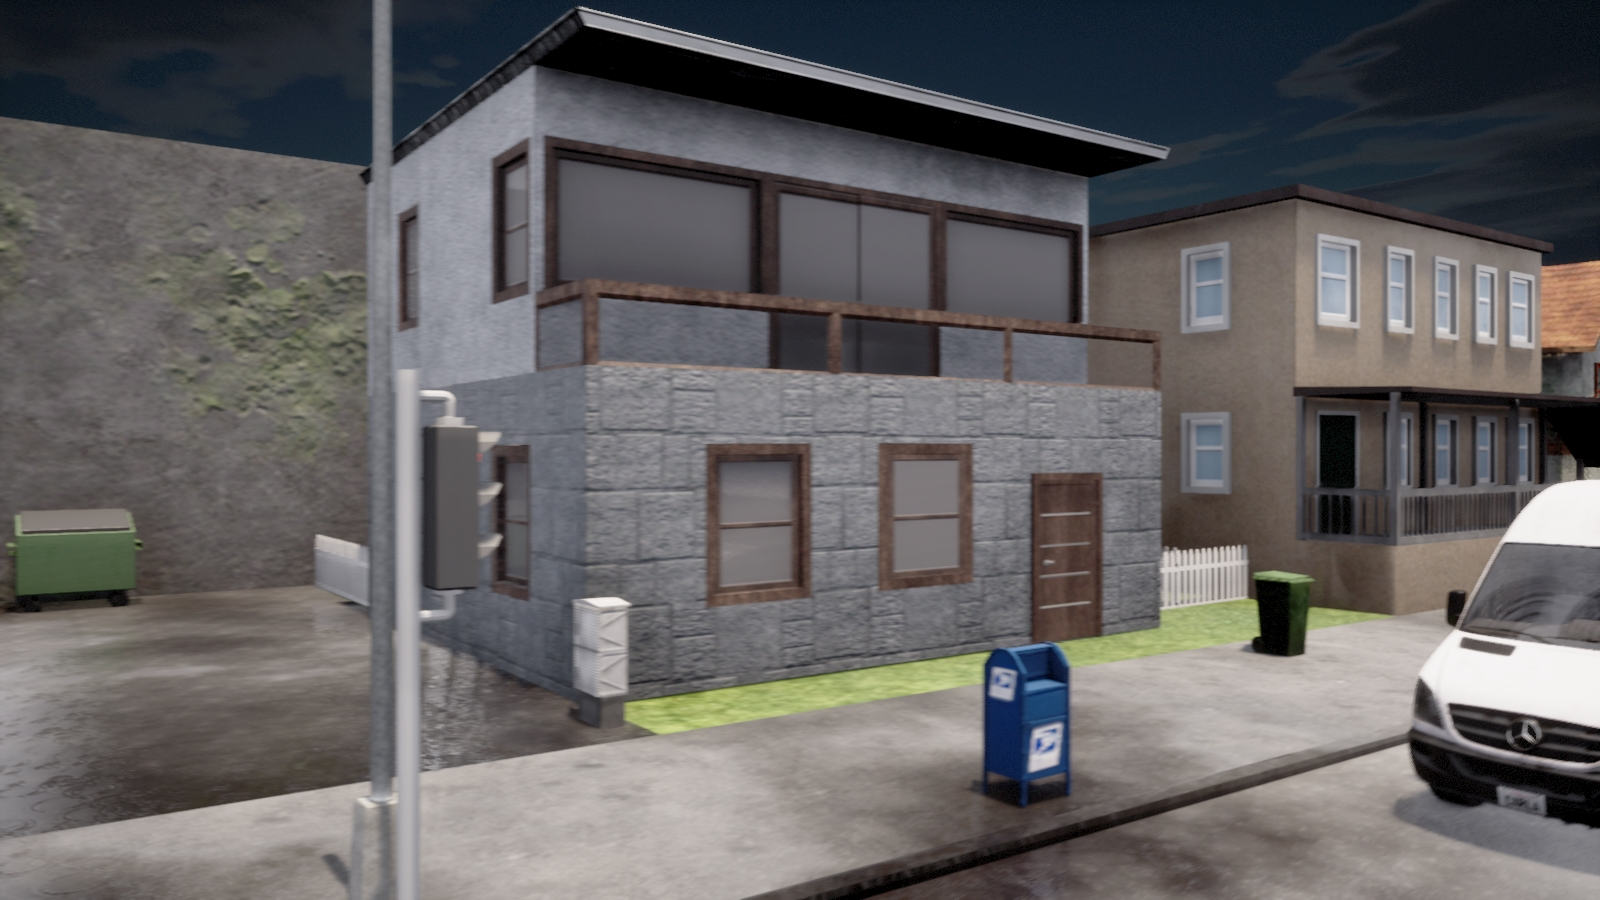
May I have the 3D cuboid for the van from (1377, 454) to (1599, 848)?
[{"bbox_3d":[7.362,1.316,9.546,5.915,2.561,1.988,0,0,-35],"label":"van"}]
